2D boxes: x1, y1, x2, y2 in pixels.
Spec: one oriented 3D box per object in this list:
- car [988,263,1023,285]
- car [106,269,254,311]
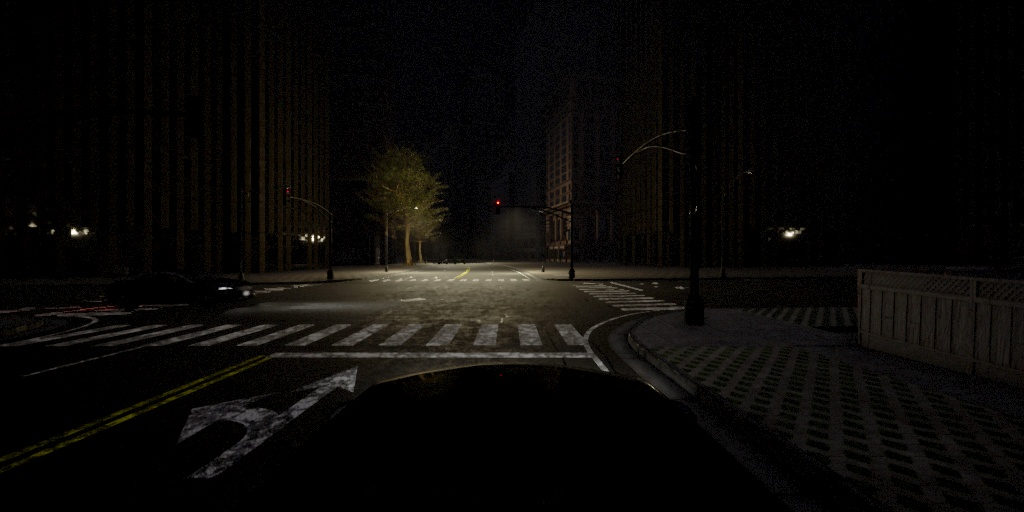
[{"bbox_3d":[21.295,1.011,14.581,4.674,1.442,1.812,-1,0,0],"label":"car"},{"bbox_3d":[-13.117,1.293,14.350,4.902,1.511,2.128,-1,0,0],"label":"car"}]
